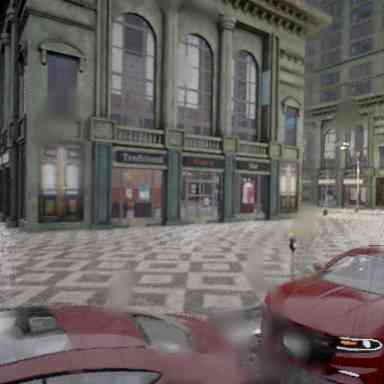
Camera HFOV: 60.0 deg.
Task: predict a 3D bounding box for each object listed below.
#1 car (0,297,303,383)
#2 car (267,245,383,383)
[{"bbox_3d":[-1.446,1.521,2.040,4.206,1.307,1.802,1,1,-34],"label":"car"},{"bbox_3d":[3.024,1.540,5.094,4.507,1.381,1.887,1,1,-34],"label":"car"}]
